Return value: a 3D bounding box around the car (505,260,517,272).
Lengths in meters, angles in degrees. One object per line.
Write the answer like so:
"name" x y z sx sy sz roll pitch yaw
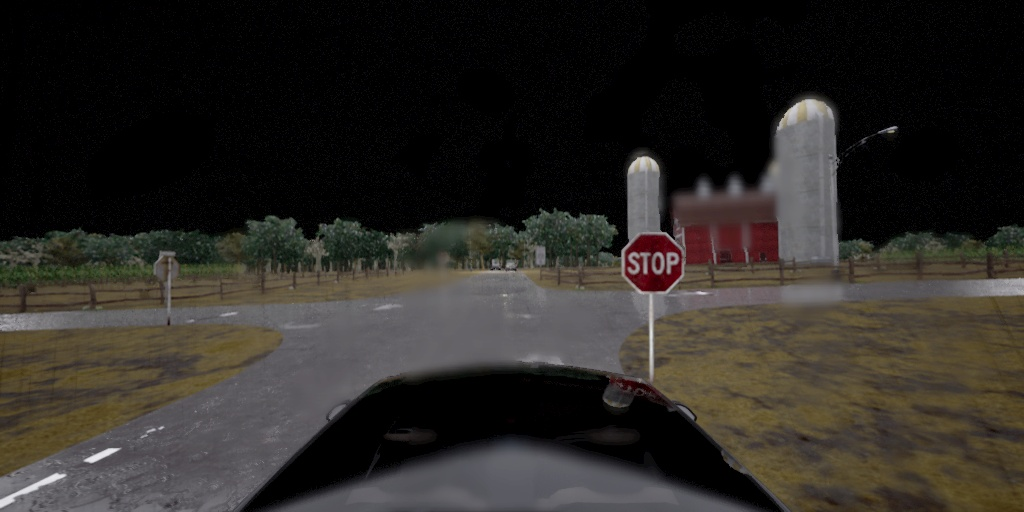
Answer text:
"car" -0.161 1.922 60.955 2.128 1.511 4.902 0 -1 0
